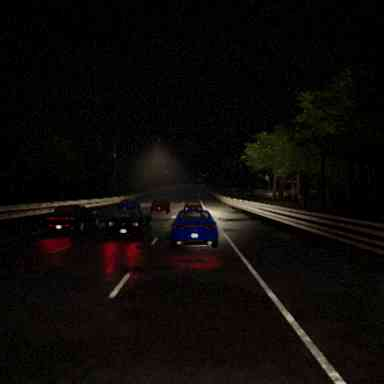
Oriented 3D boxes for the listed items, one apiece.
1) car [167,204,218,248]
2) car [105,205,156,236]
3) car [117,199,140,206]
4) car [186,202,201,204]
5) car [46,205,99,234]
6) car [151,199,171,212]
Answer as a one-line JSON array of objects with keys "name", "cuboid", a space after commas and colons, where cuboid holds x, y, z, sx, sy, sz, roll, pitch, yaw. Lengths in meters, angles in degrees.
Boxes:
[{"name": "car", "cuboid": [0.105, 1.514, 15.139, 1.882, 1.535, 5.008, 0, 0, 0]}, {"name": "car", "cuboid": [-3.390, 1.642, 18.724, 1.895, 1.301, 4.718, 0, 0, 0]}, {"name": "car", "cuboid": [-6.880, 1.518, 36.630, 1.882, 1.535, 5.008, 0, 0, 0]}, {"name": "car", "cuboid": [0.119, 1.644, 33.870, 1.895, 1.301, 4.718, 0, 0, 0]}, {"name": "car", "cuboid": [-6.891, 1.548, 19.614, 1.837, 1.490, 4.892, 0, 0, 0]}, {"name": "car", "cuboid": [-3.380, 1.518, 36.700, 1.882, 1.535, 5.008, 0, 0, 0]}]
